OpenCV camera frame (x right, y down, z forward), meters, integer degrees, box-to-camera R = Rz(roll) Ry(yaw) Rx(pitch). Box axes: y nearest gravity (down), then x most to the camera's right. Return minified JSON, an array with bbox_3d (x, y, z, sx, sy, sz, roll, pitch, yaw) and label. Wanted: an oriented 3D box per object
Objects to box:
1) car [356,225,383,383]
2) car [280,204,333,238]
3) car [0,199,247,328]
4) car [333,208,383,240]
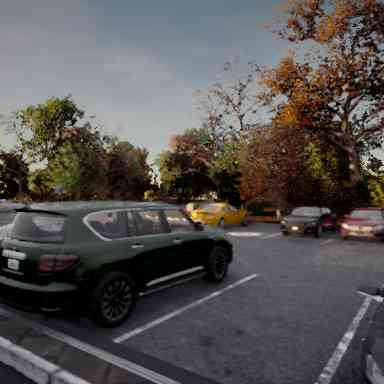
[{"bbox_3d":[3.350,1.474,4.060,2.231,1.521,4.892,0,0,35],"label":"car"},{"bbox_3d":[6.385,1.463,17.958,2.097,1.535,5.008,0,0,36],"label":"car"},{"bbox_3d":[-1.201,1.212,7.331,2.435,2.045,5.566,0,0,35],"label":"car"},{"bbox_3d":[8.652,1.508,16.338,2.002,1.452,4.674,0,0,36],"label":"car"}]
